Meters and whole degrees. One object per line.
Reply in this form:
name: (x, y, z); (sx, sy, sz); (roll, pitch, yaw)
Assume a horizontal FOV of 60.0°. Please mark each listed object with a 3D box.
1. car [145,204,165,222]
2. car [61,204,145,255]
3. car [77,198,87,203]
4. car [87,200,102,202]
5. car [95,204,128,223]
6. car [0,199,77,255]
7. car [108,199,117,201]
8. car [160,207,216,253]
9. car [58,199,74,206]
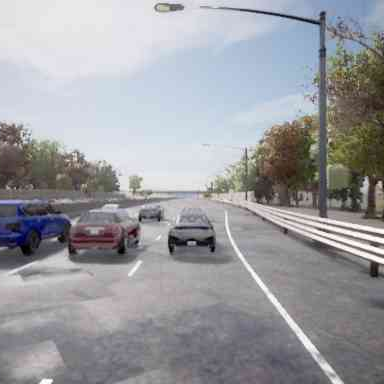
car: (-3.499, 1.779, 29.287); (2.128, 1.511, 4.902); (0, 0, 0)
car: (-3.498, 1.485, 14.070); (2.097, 1.767, 4.553); (0, -1, 0)
car: (-24.507, 2.125, 73.941); (2.097, 1.767, 4.553); (0, -1, 0)
car: (-21.007, 2.364, 73.879); (1.895, 1.301, 4.718); (0, -1, 0)
car: (-6.998, 1.813, 29.369); (1.812, 1.442, 4.674); (0, 0, 0)
car: (-7.001, 1.351, 14.020); (2.150, 2.045, 5.566); (0, 0, 0)
car: (-17.507, 2.247, 73.910); (1.882, 1.535, 5.008); (0, -1, 0)
car: (0.003, 1.629, 14.290); (2.128, 1.511, 4.902); (0, 0, 0)
car: (-28.007, 2.294, 73.909); (1.812, 1.442, 4.674); (0, -1, 0)
